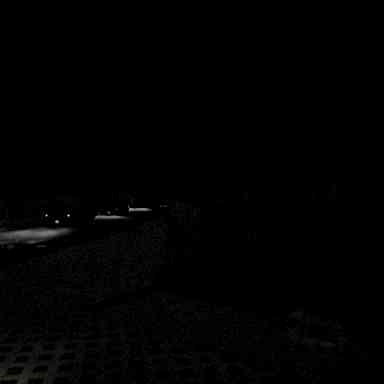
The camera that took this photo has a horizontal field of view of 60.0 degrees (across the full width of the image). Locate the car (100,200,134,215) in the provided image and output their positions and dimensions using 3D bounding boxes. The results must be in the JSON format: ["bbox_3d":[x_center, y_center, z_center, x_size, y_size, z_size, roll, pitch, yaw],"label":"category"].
[{"bbox_3d":[-7.694,1.560,33.786,2.033,1.411,5.357,0,0,2],"label":"car"}]

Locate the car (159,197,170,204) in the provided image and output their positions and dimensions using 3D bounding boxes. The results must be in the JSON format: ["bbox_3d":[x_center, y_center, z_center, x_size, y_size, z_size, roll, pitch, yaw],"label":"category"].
[{"bbox_3d":[-5.697,1.716,68.249,2.033,1.411,5.357,0,0,-5],"label":"car"}]

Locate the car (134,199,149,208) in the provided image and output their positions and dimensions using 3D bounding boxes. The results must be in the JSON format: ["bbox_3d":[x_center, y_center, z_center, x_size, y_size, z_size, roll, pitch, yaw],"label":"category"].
[{"bbox_3d":[-7.523,1.673,48.845,1.895,1.301,4.718,0,0,-1],"label":"car"}]

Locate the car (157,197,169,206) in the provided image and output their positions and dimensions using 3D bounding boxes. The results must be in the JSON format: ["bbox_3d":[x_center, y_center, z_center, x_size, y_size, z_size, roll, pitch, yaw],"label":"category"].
[{"bbox_3d":[-4.840,1.680,55.655,1.994,1.385,4.181,0,0,-3],"label":"car"}]

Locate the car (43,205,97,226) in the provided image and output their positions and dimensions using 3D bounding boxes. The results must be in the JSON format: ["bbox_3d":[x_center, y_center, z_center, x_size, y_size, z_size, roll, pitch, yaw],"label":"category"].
[{"bbox_3d":[-8.325,1.571,23.119,1.895,1.301,4.718,0,0,4],"label":"car"}]
